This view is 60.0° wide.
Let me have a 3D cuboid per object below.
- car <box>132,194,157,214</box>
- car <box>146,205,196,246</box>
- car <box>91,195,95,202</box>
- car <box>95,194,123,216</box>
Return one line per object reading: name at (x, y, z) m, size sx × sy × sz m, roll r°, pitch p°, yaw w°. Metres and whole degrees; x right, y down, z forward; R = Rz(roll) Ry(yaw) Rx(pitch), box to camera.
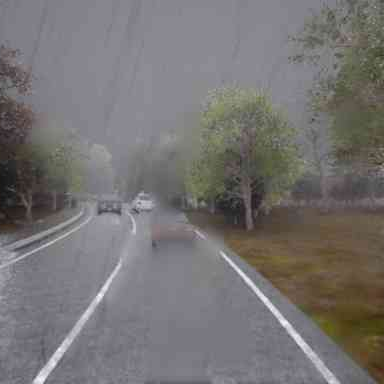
car at (-5.214, 1.216, 36.132) m, size 2.150 × 2.045 × 5.566 m, roll 1°, pitch 1°, yaw -16°
car at (-0.975, 1.568, 15.456) m, size 2.033 × 1.411 × 5.357 m, roll 0°, pitch 0°, yaw -7°
car at (-20.679, 1.349, 71.408) m, size 1.812 × 1.442 × 4.674 m, roll 1°, pitch 0°, yaw -19°
car at (-7.984, 1.180, 32.264) m, size 2.150 × 2.045 × 5.566 m, roll 1°, pitch 0°, yaw -14°
